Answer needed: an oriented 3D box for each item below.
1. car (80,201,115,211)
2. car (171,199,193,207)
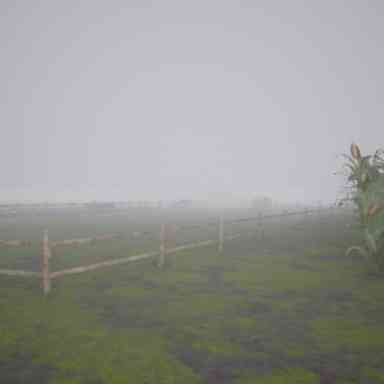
[{"bbox_3d":[-13.010,1.923,46.102,1.895,1.301,4.718,0,0,36],"label":"car"},{"bbox_3d":[-1.782,2.008,61.322,1.882,1.535,5.008,0,-1,36],"label":"car"}]
